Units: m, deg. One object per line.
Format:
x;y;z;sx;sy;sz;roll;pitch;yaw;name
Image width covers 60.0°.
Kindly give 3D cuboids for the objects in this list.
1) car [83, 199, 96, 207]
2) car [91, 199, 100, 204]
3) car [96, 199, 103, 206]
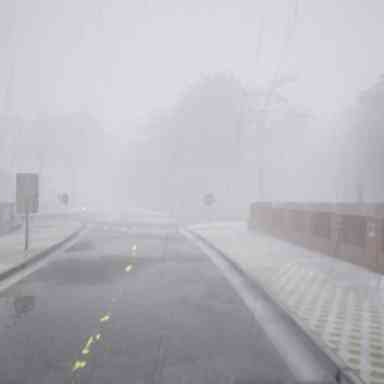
-20.564;2.245;65.763;1.895;1.301;4.718;0;-1;-20;car
-24.728;2.371;84.771;1.895;1.301;4.718;0;-1;-20;car
-21.072;2.307;74.981;2.128;1.511;4.902;0;-1;-20;car
